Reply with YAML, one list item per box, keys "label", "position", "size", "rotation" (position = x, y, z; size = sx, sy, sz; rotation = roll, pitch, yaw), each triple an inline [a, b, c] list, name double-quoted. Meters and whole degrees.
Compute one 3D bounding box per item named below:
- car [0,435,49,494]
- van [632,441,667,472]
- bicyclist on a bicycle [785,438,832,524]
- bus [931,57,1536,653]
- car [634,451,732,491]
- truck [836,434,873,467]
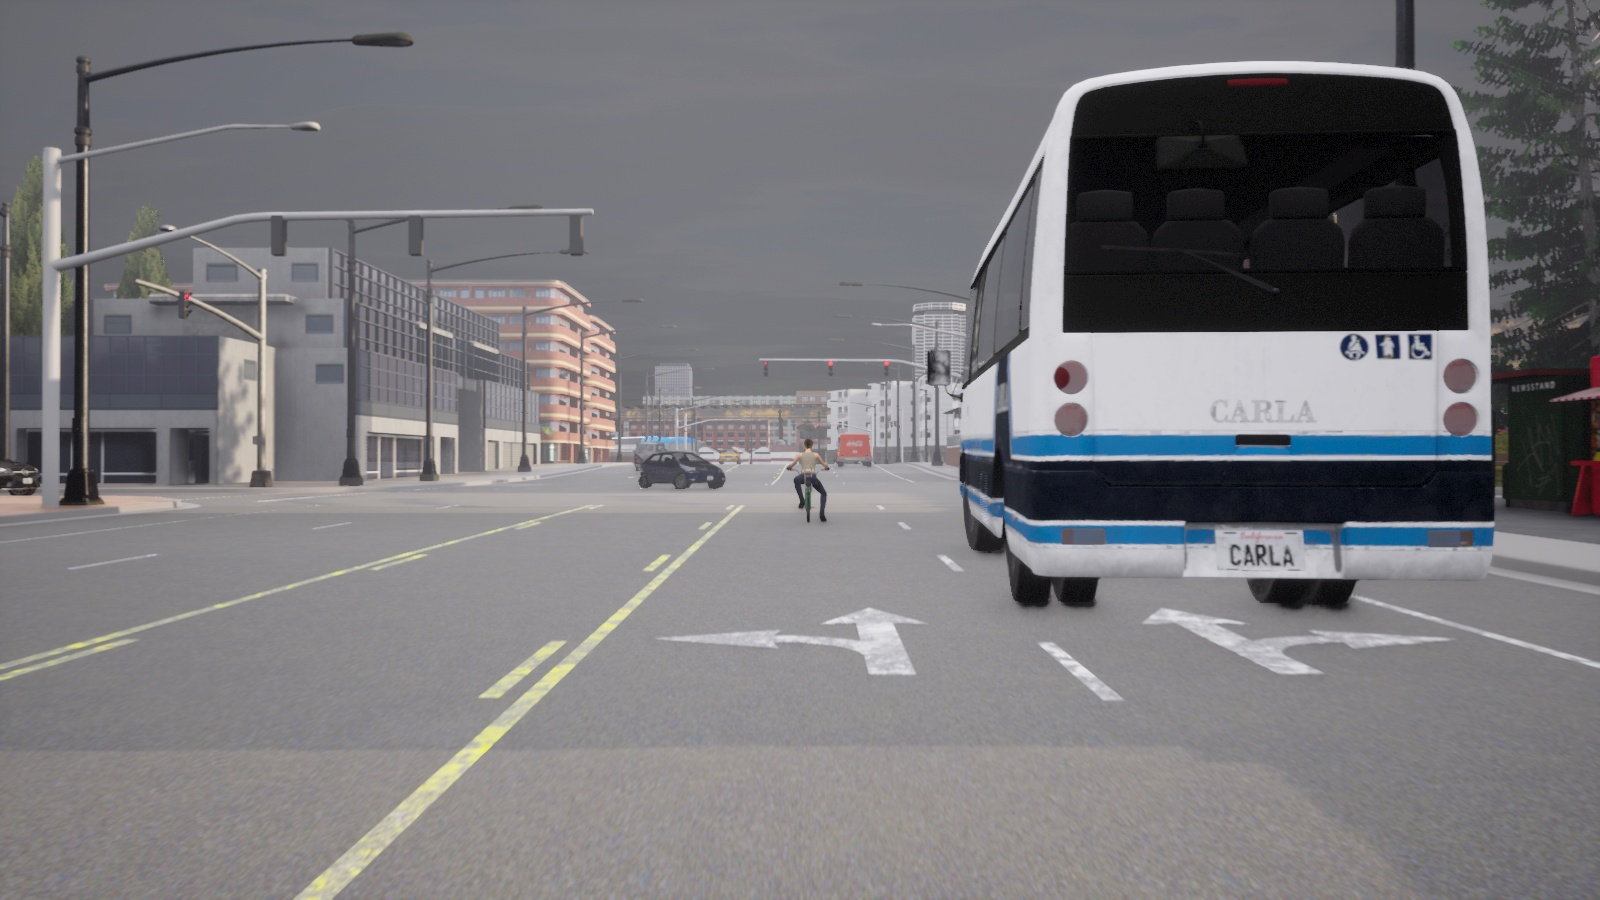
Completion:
- label: "car"
  position: [-25.137, 0.418, 36.754]
  size: [5.027, 1.651, 2.152]
  rotation: [0, -1, 1]
- label: "van"
  position: [-10.009, 0.420, 83.671]
  size: [1.775, 1.987, 4.442]
  rotation: [0, 1, 0]
- label: "bicyclist on a bicycle"
  position: [0.159, 0.584, 24.253]
  size: [0.866, 1.612, 1.509]
  rotation: [0, 0, 0]
- label: "bus"
  position: [3.643, -0.702, 14.224]
  size: [3.944, 4.253, 10.273]
  rotation: [0, 0, 4]
- label: "car"
  position: [-4.590, 0.781, 48.898]
  size: [1.816, 1.474, 4.193]
  rotation: [0, 0, -38]
- label: "truck"
  position: [4.055, 0.000, 94.805]
  size: [2.627, 2.467, 5.204]
  rotation: [0, 1, 0]
